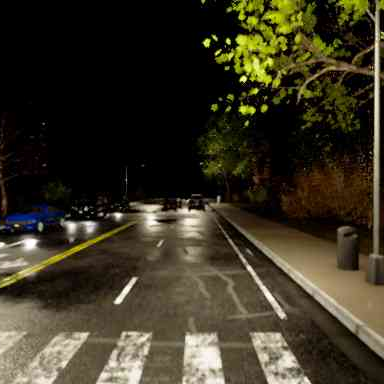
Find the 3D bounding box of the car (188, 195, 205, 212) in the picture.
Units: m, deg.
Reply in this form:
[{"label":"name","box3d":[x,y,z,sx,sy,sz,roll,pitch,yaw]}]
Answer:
[{"label":"car","box3d":[0.568,1.509,41.258,2.097,1.767,4.553,0,0,1]}]

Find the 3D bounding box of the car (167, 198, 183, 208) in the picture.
[{"label":"car","box3d":[-2.536,1.673,51.336,2.128,1.511,4.902,0,0,1]}]

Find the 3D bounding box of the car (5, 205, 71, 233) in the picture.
[{"label":"car","box3d":[-9.567,1.583,20.715,1.882,1.535,5.008,0,0,1]}]

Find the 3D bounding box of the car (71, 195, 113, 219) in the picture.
[{"label":"car","box3d":[-9.416,1.357,30.993,2.150,2.045,5.566,0,0,1]}]

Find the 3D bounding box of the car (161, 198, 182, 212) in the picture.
[{"label":"car","box3d":[-2.687,1.705,40.918,2.033,1.411,5.357,0,0,1]}]

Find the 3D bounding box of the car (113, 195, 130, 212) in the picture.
[{"label":"car","box3d":[-9.227,1.385,41.466,2.150,2.045,5.566,0,0,1]}]

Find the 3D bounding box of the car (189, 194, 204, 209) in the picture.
[{"label":"car","box3d":[0.714,1.402,51.319,2.150,2.045,5.566,0,0,1]}]
